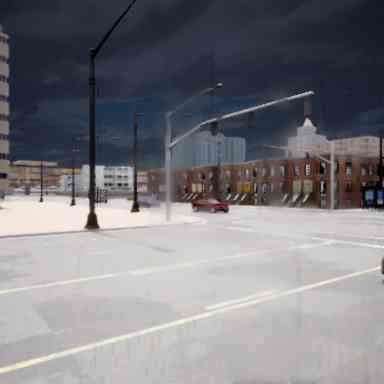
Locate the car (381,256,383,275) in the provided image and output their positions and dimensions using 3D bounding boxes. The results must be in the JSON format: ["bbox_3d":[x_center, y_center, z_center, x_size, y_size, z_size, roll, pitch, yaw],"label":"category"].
[{"bbox_3d":[6.677,1.559,8.510,4.181,1.385,1.994,0,0,-36],"label":"car"}]

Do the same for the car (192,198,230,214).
[{"bbox_3d":[1.964,1.467,35.954,1.882,1.535,5.008,0,0,-36],"label":"car"}]

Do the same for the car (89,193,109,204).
[{"bbox_3d":[-17.937,1.215,63.831,2.150,2.045,5.566,0,0,-35],"label":"car"}]

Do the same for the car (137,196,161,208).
[{"bbox_3d":[-6.218,1.343,47.362,2.097,1.767,4.553,0,0,-36],"label":"car"}]
